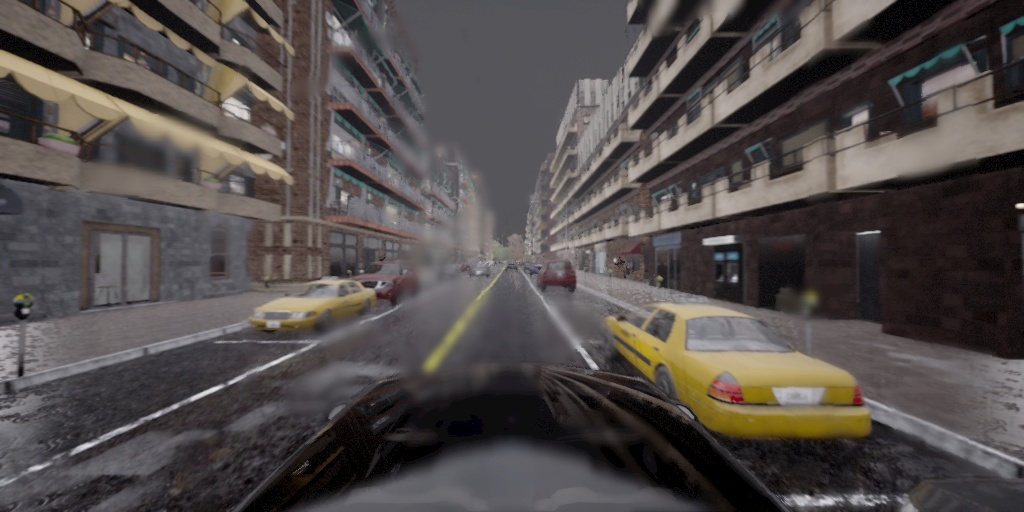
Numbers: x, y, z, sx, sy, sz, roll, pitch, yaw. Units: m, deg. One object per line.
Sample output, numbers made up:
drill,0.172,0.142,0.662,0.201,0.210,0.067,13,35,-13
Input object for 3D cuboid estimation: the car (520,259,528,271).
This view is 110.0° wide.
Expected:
car,2.679,1.593,55.626,1.948,1.339,4.313,0,0,0

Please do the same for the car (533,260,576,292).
car,2.687,1.168,22.219,2.192,1.841,5.009,0,0,0

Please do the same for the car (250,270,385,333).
car,-5.692,1.323,10.945,1.751,1.417,4.829,0,0,0

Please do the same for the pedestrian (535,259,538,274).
pedestrian,2.990,1.262,44.479,0.375,1.860,0.375,1,-1,-3

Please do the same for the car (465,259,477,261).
car,-5.700,1.313,50.090,2.192,1.841,5.009,0,0,0

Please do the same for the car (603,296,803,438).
car,2.690,1.294,5.686,1.751,1.417,4.829,0,0,0

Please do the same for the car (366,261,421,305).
car,-5.693,1.140,16.683,2.192,1.841,5.009,0,0,0

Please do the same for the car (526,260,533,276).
car,2.991,1.480,41.629,1.812,1.442,4.674,0,0,0

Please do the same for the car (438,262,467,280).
car,-5.697,1.477,33.387,1.948,1.339,4.313,0,0,0

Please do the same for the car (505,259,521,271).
car,-0.011,1.538,56.492,1.837,1.490,4.892,0,0,0

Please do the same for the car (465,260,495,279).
car,-3.095,1.414,35.760,2.128,1.511,4.902,0,0,0
